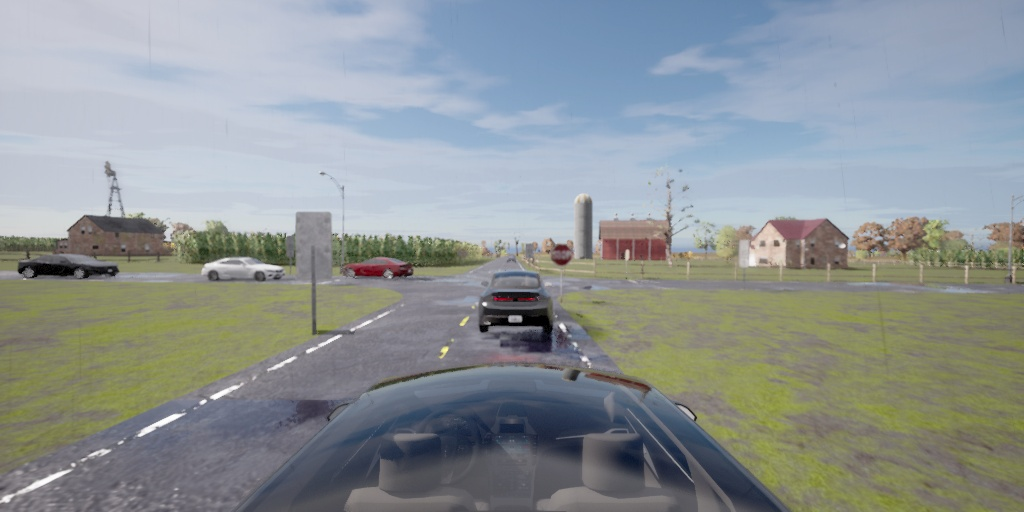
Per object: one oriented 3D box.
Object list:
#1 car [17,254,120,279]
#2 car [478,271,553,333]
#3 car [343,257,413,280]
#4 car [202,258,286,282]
[{"bbox_3d":[-28.195,0.631,22.907,5.008,1.535,1.882,1,1,0],"label":"car"},{"bbox_3d":[0.131,1.160,10.444,1.837,1.490,4.892,0,0,1],"label":"car"},{"bbox_3d":[-9.572,0.849,25.595,5.008,1.535,1.882,1,0,13],"label":"car"},{"bbox_3d":[-17.114,0.842,22.968,4.674,1.442,1.812,1,1,0],"label":"car"}]
